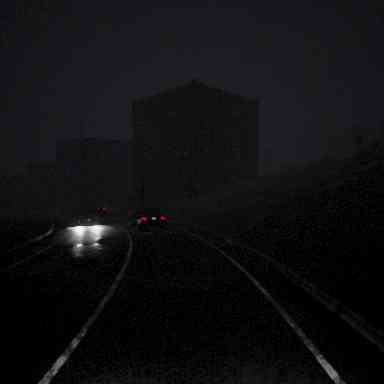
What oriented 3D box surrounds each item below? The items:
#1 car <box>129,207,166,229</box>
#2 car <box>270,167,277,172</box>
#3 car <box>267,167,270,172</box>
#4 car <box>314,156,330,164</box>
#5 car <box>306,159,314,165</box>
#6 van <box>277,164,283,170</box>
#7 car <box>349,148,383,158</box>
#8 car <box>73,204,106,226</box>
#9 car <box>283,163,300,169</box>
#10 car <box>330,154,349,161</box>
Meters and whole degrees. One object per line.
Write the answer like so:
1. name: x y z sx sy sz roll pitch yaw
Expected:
1. car: -3.210 1.778 23.524 2.033 1.411 5.357 0 -1 -18
2. car: 20.639 -5.068 78.914 2.002 1.452 4.674 0 1 -1
3. car: 20.518 -5.431 84.396 2.435 2.045 5.566 0 1 -1
4. car: 21.243 -4.798 51.343 2.185 1.767 4.553 0 1 -1
5. car: 21.122 -4.894 56.862 2.185 1.767 4.553 0 1 -1
6. van: 20.762 -5.255 73.269 1.878 1.987 4.442 0 1 -1
7. car: 21.488 -4.596 40.178 2.185 1.767 4.553 0 1 -1
8. car: -8.471 1.938 26.699 1.994 1.385 4.181 -1 -1 -23
9. car: 20.880 -4.947 67.876 2.231 1.521 4.892 0 1 -1
10. car: 21.367 -4.530 45.672 2.002 1.452 4.674 0 1 -1
